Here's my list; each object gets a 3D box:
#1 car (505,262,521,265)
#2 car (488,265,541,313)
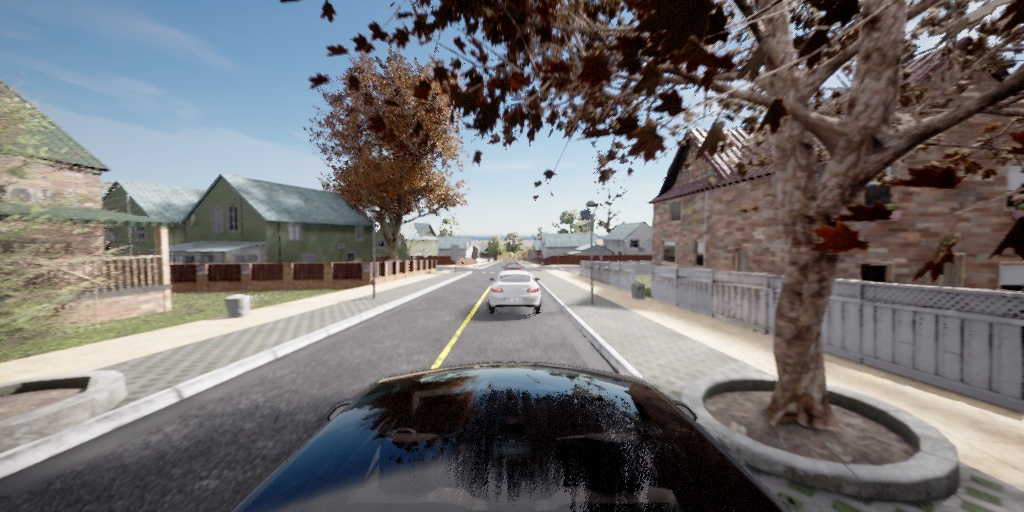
[{"bbox_3d":[0.099,1.244,29.258,1.812,1.442,4.674,0,0,0],"label":"car"},{"bbox_3d":[0.099,1.254,13.766,1.812,1.442,4.674,0,0,0],"label":"car"}]
